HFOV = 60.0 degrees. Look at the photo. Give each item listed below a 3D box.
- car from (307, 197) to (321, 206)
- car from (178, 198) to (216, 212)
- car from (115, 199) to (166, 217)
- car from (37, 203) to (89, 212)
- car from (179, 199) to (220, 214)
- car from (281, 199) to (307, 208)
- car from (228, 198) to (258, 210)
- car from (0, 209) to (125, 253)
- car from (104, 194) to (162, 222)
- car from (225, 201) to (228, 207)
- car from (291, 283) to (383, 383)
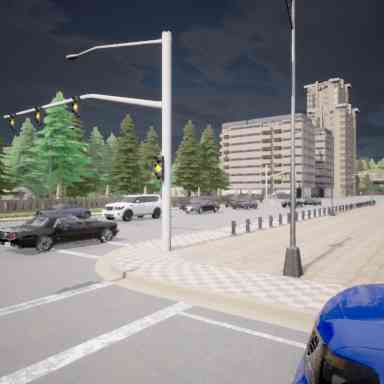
[{"bbox_3d":[20.229,1.564,55.678,1.994,1.385,4.181,0,0,35],"label":"car"},{"bbox_3d":[0.702,1.547,40.682,2.033,1.411,5.357,0,0,36],"label":"car"},{"bbox_3d":[-4.974,1.491,32.725,2.128,1.511,4.902,0,0,35],"label":"car"},{"bbox_3d":[-9.937,1.564,25.765,1.994,1.385,4.181,0,0,35],"label":"car"},{"bbox_3d":[1.120,1.491,35.239,2.128,1.511,4.902,0,0,36],"label":"car"},{"bbox_3d":[14.446,1.601,47.568,1.895,1.301,4.718,0,0,35],"label":"car"},{"bbox_3d":[6.945,1.564,43.382,1.994,1.385,4.181,0,0,36],"label":"car"},{"bbox_3d":[-5.339,1.601,13.833,1.895,1.301,4.718,0,0,36],"label":"car"},{"bbox_3d":[-4.644,1.221,27.159,2.150,2.045,5.566,0,0,35],"label":"car"},{"bbox_3d":[6.526,1.564,48.791,1.994,1.385,4.181,0,0,36],"label":"car"},{"bbox_3d":[3.361,1.221,1.569,5.566,2.045,2.150,0,0,36],"label":"car"}]
